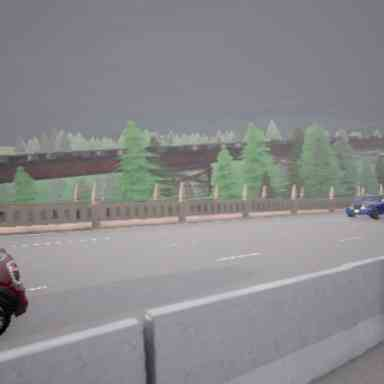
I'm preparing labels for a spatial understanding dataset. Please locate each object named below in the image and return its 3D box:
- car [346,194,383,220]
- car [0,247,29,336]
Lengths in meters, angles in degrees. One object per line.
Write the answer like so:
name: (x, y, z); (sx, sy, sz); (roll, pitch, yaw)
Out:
car: (15.170, 1.156, 27.689); (5.566, 2.045, 2.150); (0, 0, -35)
car: (-4.945, 1.358, 4.761); (4.553, 1.767, 2.097); (0, 0, -35)
